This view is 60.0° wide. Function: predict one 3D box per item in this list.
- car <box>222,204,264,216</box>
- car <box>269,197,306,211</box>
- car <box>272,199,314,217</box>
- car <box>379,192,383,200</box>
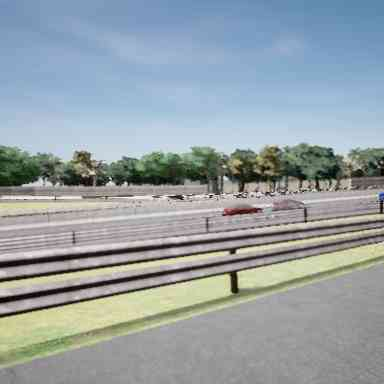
[{"bbox_3d":[5.916,2.065,38.325,5.008,1.535,1.882,-4,2,-24],"label":"car"},{"bbox_3d":[13.047,1.616,45.272,4.674,1.442,1.812,-3,2,-24],"label":"car"},{"bbox_3d":[11.204,1.892,36.821,4.902,1.511,2.128,-3,2,-24],"label":"car"},{"bbox_3d":[32.478,0.431,53.783,5.008,1.535,1.882,-3,2,-24],"label":"car"}]
